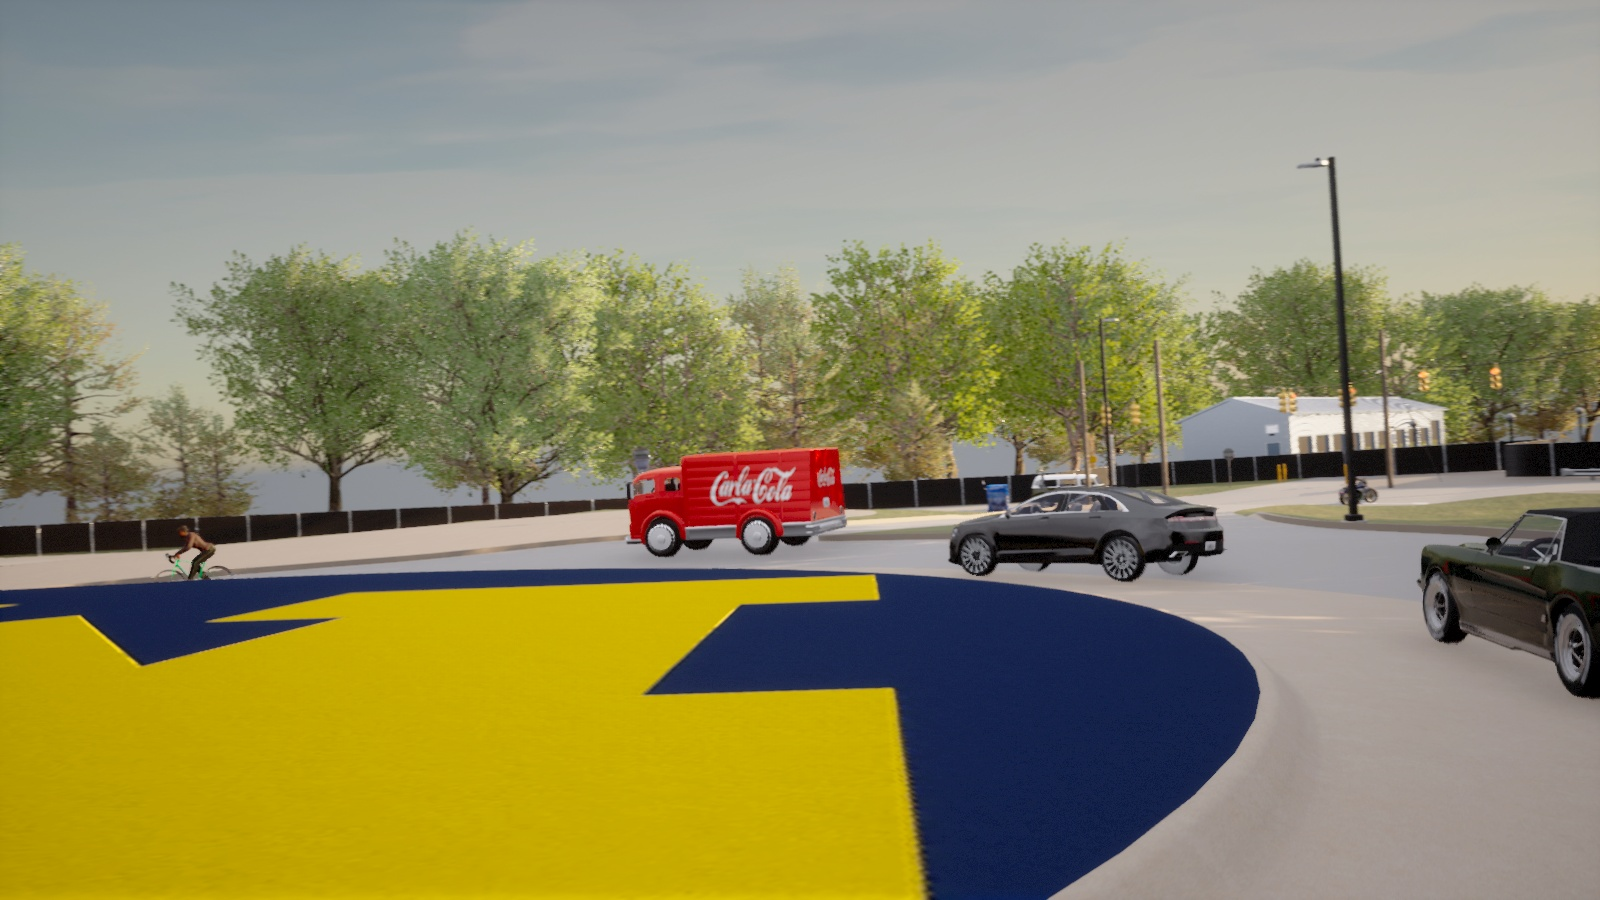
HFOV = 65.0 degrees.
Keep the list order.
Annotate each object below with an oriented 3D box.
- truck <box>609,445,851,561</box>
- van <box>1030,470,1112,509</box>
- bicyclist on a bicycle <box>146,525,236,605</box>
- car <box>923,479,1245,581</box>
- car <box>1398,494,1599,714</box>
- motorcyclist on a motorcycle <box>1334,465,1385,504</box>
[{"bbox_3d":[-1.700,1.298,31.061,5.204,2.467,2.627,-4,0,22],"label":"truck"},{"bbox_3d":[16.435,2.406,76.227,4.480,2.038,2.069,-3,1,21],"label":"van"},{"bbox_3d":[-13.486,2.539,27.826,1.656,1.620,0.582,-3,-5,-32],"label":"bicyclist on a bicycle"},{"bbox_3d":[4.642,1.323,21.158,2.128,1.511,4.902,1,-3,-43],"label":"car"},{"bbox_3d":[6.297,1.059,9.631,1.895,1.301,4.718,2,-1,10],"label":"car"},{"bbox_3d":[26.024,1.608,58.366,2.350,1.649,0.766,-3,0,-26],"label":"motorcyclist on a motorcycle"}]
